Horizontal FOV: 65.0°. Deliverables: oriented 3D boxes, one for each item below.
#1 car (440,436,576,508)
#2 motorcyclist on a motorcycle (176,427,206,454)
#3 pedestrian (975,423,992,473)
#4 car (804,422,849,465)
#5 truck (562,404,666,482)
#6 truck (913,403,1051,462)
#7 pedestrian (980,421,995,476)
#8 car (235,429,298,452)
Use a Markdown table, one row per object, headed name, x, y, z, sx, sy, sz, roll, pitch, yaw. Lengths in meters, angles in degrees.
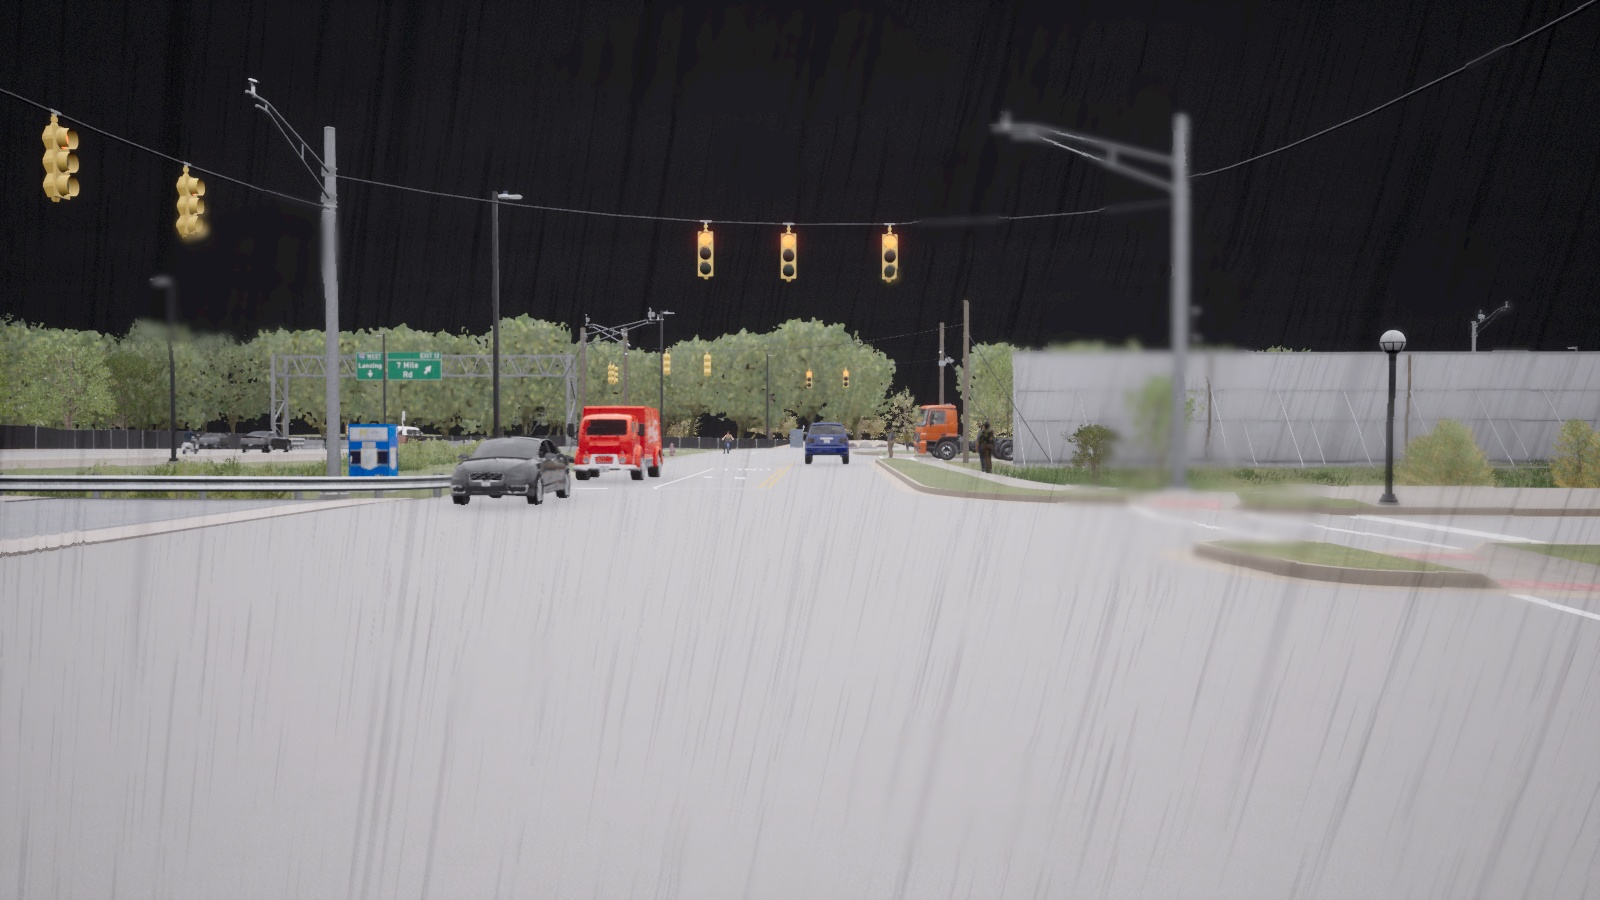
| name | x | y | z | sx | sy | sz | roll | pitch | yaw |
| --- | --- | --- | --- | --- | --- | --- | --- | --- | --- |
| car | -6.508 | 0.428 | 28.556 | 1.837 | 1.490 | 4.892 | 0 | 1 | 1 |
| motorcyclist on a motorcycle | -36.615 | -0.578 | 75.515 | 0.866 | 1.590 | 1.817 | 0 | 0 | 1 |
| pedestrian | 6.967 | -0.077 | 47.632 | 0.540 | 1.848 | 0.694 | 0 | 2 | 2 |
| car | 1.361 | -0.350 | 62.966 | 2.150 | 2.045 | 5.566 | 0 | 1 | 2 |
| truck | -6.159 | -0.252 | 42.339 | 2.627 | 2.467 | 5.204 | 0 | 1 | 1 |
| truck | 11.123 | -1.089 | 77.374 | 7.936 | 3.462 | 2.891 | 1 | 2 | -4 |
| pedestrian | 6.669 | -0.075 | 44.642 | 0.395 | 1.930 | 0.692 | 0 | 2 | -1 |
| car | -36.413 | -0.636 | 85.864 | 2.128 | 1.511 | 4.902 | 0 | 0 | 1 |
